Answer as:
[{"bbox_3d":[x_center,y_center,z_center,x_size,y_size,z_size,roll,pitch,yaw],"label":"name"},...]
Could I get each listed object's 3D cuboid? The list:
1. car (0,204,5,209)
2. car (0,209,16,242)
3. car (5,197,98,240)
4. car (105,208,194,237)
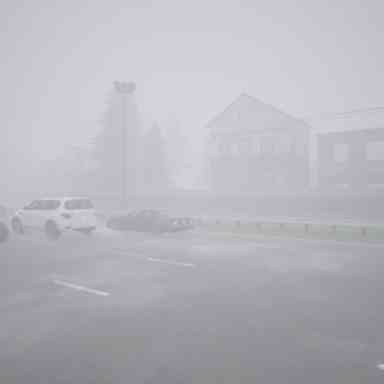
[{"bbox_3d":[-18.693,1.644,30.173,4.902,1.511,2.128,0,0,35],"label":"car"},{"bbox_3d":[-10.553,1.646,15.789,4.181,1.385,1.994,0,0,35],"label":"car"},{"bbox_3d":[-7.470,1.298,17.892,5.566,2.045,2.150,0,0,35],"label":"car"},{"bbox_3d":[-2.452,1.606,18.614,5.357,1.411,2.033,0,0,36],"label":"car"}]
